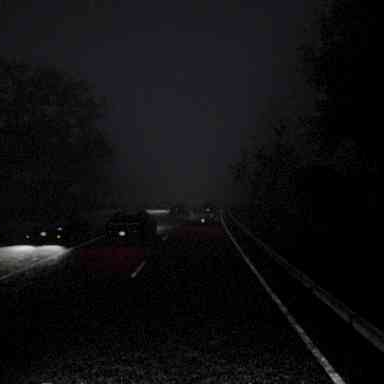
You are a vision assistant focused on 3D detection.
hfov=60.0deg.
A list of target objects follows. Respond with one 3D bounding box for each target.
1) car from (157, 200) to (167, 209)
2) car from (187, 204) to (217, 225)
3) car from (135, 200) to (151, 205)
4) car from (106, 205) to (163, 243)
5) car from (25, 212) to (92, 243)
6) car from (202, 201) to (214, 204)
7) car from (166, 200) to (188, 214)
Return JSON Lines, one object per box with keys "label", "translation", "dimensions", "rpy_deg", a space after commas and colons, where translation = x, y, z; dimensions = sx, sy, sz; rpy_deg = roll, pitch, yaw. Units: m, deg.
{"label": "car", "translation": [-4.256, 1.999, 52.361], "dimensions": [2.128, 1.511, 4.902], "rpy_deg": [0, -1, 6]}
{"label": "car", "translation": [0.932, 1.865, 26.948], "dimensions": [1.895, 1.301, 4.718], "rpy_deg": [0, -1, 3]}
{"label": "car", "translation": [-7.735, 2.014, 52.730], "dimensions": [1.837, 1.490, 4.892], "rpy_deg": [0, -1, 6]}
{"label": "car", "translation": [-3.025, 1.659, 17.277], "dimensions": [2.128, 1.511, 4.902], "rpy_deg": [0, -1, 2]}
{"label": "car", "translation": [-6.668, 1.726, 17.028], "dimensions": [1.994, 1.385, 4.181], "rpy_deg": [0, -1, 2]}
{"label": "car", "translation": [2.136, 1.931, 43.383], "dimensions": [1.837, 1.490, 4.892], "rpy_deg": [0, 0, 5]}
{"label": "car", "translation": [-1.590, 1.924, 40.947], "dimensions": [1.812, 1.442, 4.674], "rpy_deg": [0, -1, 5]}
